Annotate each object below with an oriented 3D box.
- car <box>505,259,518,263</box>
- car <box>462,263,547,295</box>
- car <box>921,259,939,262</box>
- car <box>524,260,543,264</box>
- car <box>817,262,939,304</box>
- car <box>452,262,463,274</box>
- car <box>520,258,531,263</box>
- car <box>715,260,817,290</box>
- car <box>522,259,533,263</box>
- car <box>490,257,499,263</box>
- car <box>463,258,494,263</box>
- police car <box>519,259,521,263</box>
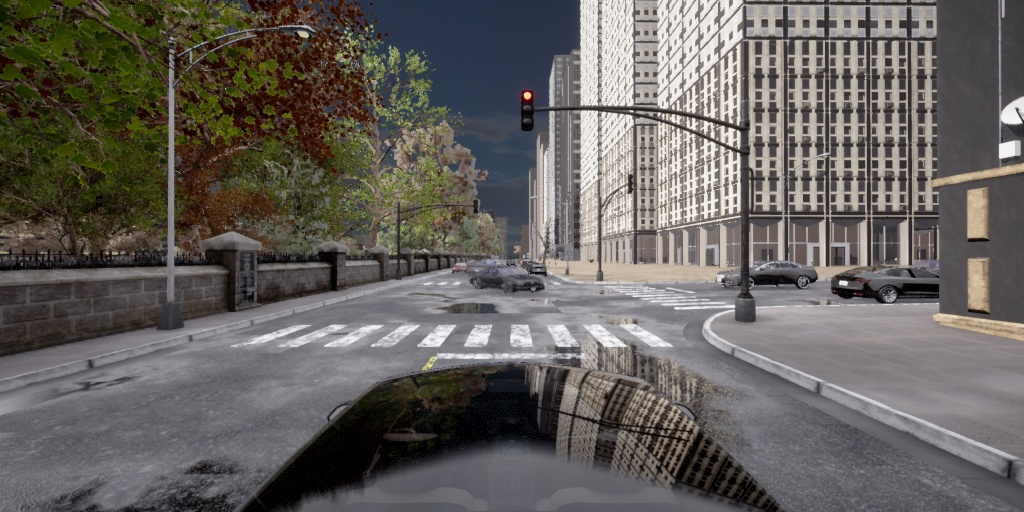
[{"bbox_3d":[-0.228,1.299,65.141,1.837,1.490,4.892,0,0,0],"label":"car"},{"bbox_3d":[-0.504,1.303,20.344,2.033,1.411,5.357,0,0,-37],"label":"car"},{"bbox_3d":[23.470,0.882,19.479,5.357,1.411,2.033,-1,0,-1],"label":"car"},{"bbox_3d":[2.513,1.331,36.109,1.948,1.339,4.313,0,0,0],"label":"car"},{"bbox_3d":[14.627,1.026,13.590,4.313,1.339,1.948,0,0,-1],"label":"car"},{"bbox_3d":[-5.897,1.351,41.697,1.802,1.307,4.207,0,0,0],"label":"car"},{"bbox_3d":[2.454,1.339,47.374,1.948,1.339,4.313,0,0,0],"label":"car"},{"bbox_3d":[13.651,0.993,19.384,4.902,1.511,2.128,-1,0,0],"label":"car"},{"bbox_3d":[2.483,1.335,41.741,1.948,1.339,4.313,0,0,0],"label":"car"},{"bbox_3d":[-3.351,1.256,52.161,1.882,1.535,5.008,0,0,0],"label":"car"},{"bbox_3d":[-3.275,1.256,35.921,2.128,1.511,4.902,0,0,0],"label":"car"},{"bbox_3d":[2.809,1.218,64.533,1.930,1.638,5.238,0,0,0],"label":"police car"}]
